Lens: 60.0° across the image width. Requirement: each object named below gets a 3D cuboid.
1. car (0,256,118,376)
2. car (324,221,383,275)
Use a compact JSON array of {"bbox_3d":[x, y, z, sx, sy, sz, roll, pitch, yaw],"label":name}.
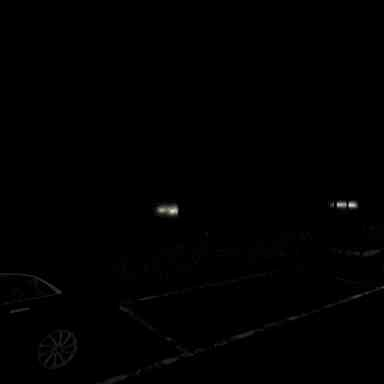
[{"bbox_3d":[-3.108,1.551,3.976,4.403,1.369,2.008,0,0,-35],"label":"car"},{"bbox_3d":[5.893,1.582,10.365,4.206,1.307,1.802,0,0,-35],"label":"car"}]
